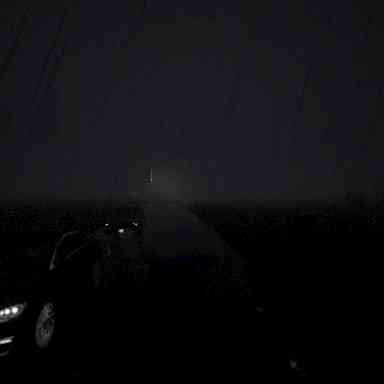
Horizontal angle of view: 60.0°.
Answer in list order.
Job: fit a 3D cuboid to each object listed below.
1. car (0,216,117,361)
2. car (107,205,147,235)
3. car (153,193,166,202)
[{"bbox_3d":[-3.004,1.464,6.157,2.128,1.511,4.902,0,0,-2],"label":"car"},{"bbox_3d":[-3.527,1.457,18.487,2.033,1.411,5.357,0,0,-4],"label":"car"},{"bbox_3d":[-6.107,1.033,62.485,2.097,1.767,4.553,0,0,0],"label":"car"}]
